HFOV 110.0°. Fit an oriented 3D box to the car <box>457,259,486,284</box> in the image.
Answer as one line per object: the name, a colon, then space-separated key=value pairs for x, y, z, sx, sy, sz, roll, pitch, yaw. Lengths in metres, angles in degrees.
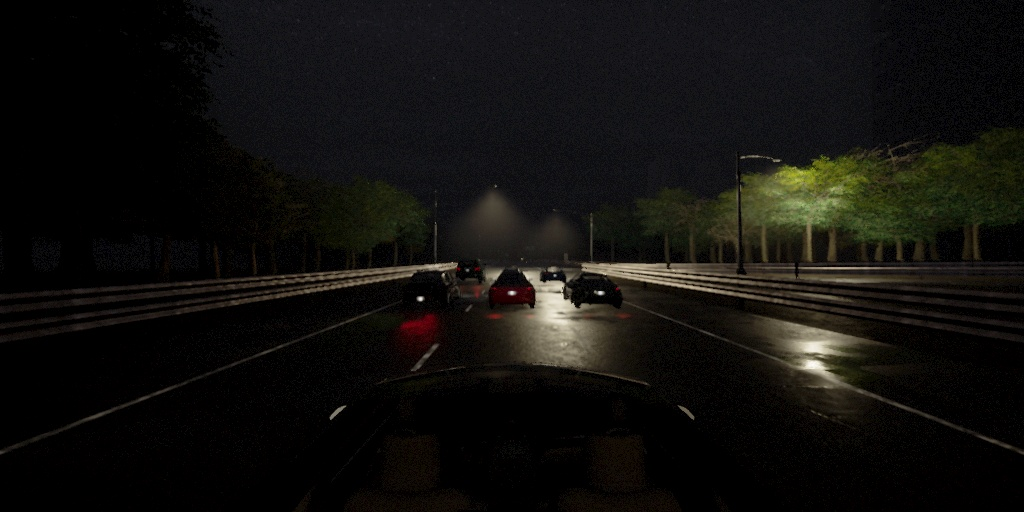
car: x=-3.497 y=1.234 z=30.858 sx=2.150 sy=2.045 sz=5.566 roll=0 pitch=0 yaw=0

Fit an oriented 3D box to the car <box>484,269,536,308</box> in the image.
car: x=0.006 y=1.450 z=16.152 sx=1.994 sy=1.385 sz=4.181 roll=0 pitch=0 yaw=0

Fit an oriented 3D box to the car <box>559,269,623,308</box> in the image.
car: x=3.507 y=1.450 z=16.178 sx=1.994 sy=1.385 sz=4.181 roll=0 pitch=0 yaw=0

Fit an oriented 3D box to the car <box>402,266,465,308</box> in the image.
car: x=-3.494 y=1.394 z=16.159 sx=1.837 sy=1.490 sz=4.892 roll=0 pitch=0 yaw=0

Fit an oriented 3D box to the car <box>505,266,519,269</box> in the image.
car: x=0.008 y=1.584 z=31.141 sx=1.994 sy=1.385 sz=4.181 roll=0 pitch=0 yaw=0

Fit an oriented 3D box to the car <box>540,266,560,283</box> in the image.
car: x=3.507 y=1.584 z=31.173 sx=1.994 sy=1.385 sz=4.181 roll=0 pitch=0 yaw=0
